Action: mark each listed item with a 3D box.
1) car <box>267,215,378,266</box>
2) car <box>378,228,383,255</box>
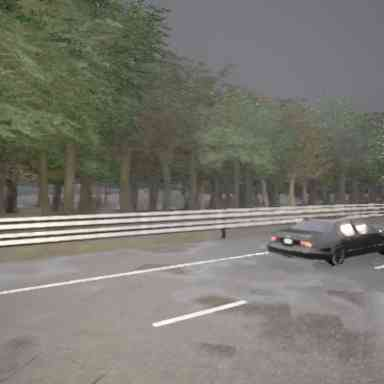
[{"bbox_3d":[4.970,1.522,11.385,5.357,1.411,2.033,0,0,-34],"label":"car"},{"bbox_3d":[7.104,1.334,8.575,4.553,1.767,2.097,0,0,-34],"label":"car"}]
